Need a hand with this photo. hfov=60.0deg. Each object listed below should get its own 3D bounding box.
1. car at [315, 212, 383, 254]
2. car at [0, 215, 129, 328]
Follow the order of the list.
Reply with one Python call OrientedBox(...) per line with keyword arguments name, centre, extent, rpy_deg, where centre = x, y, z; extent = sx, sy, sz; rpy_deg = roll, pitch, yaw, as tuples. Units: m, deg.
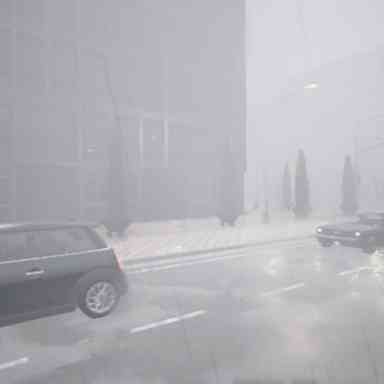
OrientedBox(name="car", centre=(6.957, 1.498, 13.132), extent=(4.718, 1.301, 1.895), rpy_deg=(-1, 0, -35))
OrientedBox(name="car", centre=(-3.505, 1.350, 5.774), extent=(4.553, 1.767, 2.097), rpy_deg=(0, 0, -35))
